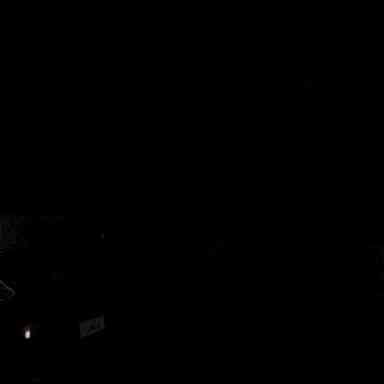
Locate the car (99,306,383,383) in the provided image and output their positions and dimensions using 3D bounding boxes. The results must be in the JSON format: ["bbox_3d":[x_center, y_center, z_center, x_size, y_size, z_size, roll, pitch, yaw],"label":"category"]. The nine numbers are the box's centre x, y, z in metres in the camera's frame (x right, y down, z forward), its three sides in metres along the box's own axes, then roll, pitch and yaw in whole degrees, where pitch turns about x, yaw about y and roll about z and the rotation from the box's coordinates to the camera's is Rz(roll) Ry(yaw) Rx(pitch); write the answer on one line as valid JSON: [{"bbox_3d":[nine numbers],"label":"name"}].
[{"bbox_3d":[1.771,1.547,1.697,4.507,1.381,1.887,0,0,35],"label":"car"}]

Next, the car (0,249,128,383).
[{"bbox_3d":[-2.818,1.545,4.970,4.313,1.339,1.947,0,0,35],"label":"car"}]
